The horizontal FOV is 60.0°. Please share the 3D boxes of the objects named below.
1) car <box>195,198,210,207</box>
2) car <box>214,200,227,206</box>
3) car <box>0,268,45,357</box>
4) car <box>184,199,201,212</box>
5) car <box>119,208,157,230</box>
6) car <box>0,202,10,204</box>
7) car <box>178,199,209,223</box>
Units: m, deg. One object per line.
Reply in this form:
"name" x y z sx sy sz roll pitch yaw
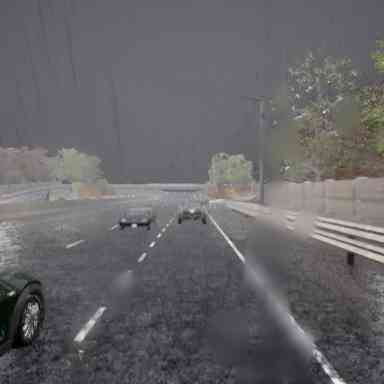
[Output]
"car" 1.891 1.897 58.597 1.812 1.442 4.674 0 0 11
"car" 6.610 2.418 74.552 1.895 1.301 4.718 0 -2 24
"car" -3.398 1.369 3.500 2.097 1.767 4.553 0 0 0
"car" 0.160 1.734 44.380 2.128 1.511 4.902 0 0 2
"car" -3.397 1.715 21.796 1.895 1.301 4.718 0 0 0
"car" -21.017 1.797 36.208 1.895 1.301 4.718 0 0 1
"car" 0.006 1.494 26.777 2.097 1.767 4.553 0 0 0
